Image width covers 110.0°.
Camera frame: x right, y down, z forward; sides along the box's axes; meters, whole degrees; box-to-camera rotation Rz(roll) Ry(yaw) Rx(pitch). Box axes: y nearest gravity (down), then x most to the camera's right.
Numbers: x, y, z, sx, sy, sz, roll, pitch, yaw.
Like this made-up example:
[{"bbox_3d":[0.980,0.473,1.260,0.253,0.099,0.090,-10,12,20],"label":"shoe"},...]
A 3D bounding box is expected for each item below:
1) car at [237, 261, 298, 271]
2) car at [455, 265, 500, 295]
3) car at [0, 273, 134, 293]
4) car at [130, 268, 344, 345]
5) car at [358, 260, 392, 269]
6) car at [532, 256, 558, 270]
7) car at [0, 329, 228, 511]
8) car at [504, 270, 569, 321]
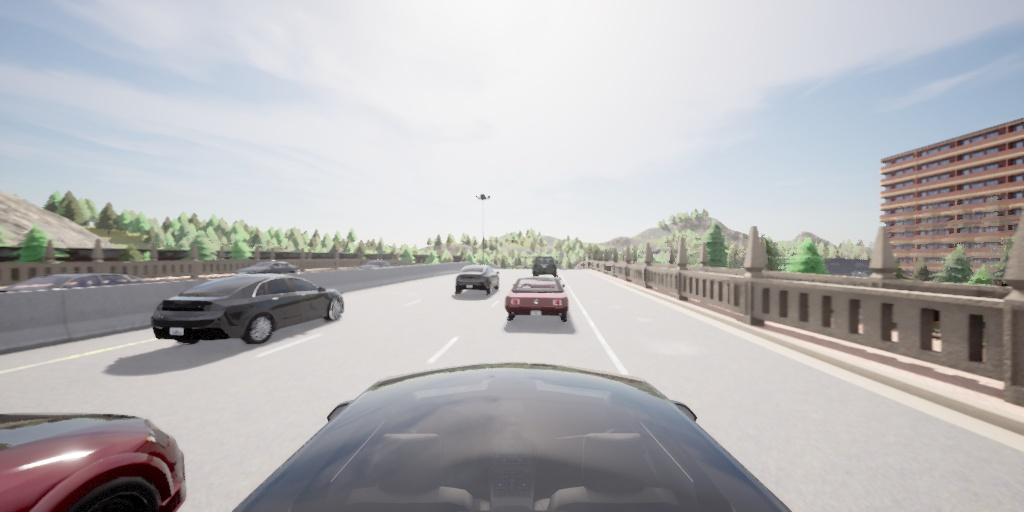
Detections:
[{"bbox_3d":[-18.783,1.173,27.714,2.128,1.511,4.902,0,0,6],"label":"car"},{"bbox_3d":[-1.838,1.254,19.982,1.837,1.490,4.892,0,0,6],"label":"car"},{"bbox_3d":[-13.473,1.244,11.060,2.033,1.411,5.357,0,0,6],"label":"car"},{"bbox_3d":[-6.354,1.231,9.421,1.837,1.490,4.892,0,0,5],"label":"car"},{"bbox_3d":[-14.226,1.218,37.486,1.837,1.490,4.892,0,0,6],"label":"car"},{"bbox_3d":[2.969,0.996,32.601,2.150,2.045,5.566,0,0,6],"label":"car"},{"bbox_3d":[-3.319,1.299,0.797,1.994,1.385,4.181,0,0,0],"label":"car"},{"bbox_3d":[0.918,1.359,12.531,1.895,1.301,4.718,0,0,6],"label":"car"}]
